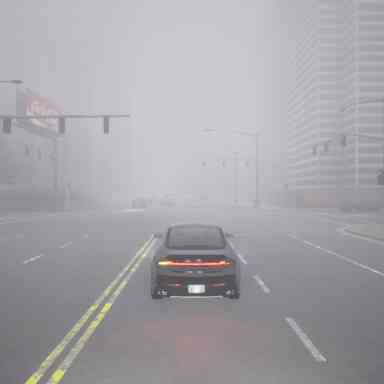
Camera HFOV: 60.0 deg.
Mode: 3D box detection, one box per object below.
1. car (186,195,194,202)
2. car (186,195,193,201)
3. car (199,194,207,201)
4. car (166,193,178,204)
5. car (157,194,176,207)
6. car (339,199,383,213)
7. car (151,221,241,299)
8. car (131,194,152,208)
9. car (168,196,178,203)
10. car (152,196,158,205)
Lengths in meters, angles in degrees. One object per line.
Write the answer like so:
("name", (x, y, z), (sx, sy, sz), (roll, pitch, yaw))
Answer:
("car", (-0.532, 1.595, 78.451), (1.895, 1.301, 4.718), (0, 0, 0))
("car", (-0.602, 1.524, 88.664), (1.812, 1.442, 4.674), (0, 0, 0))
("car", (2.897, 1.355, 88.700), (2.097, 1.767, 4.553), (0, 0, 0))
("car", (-3.977, 1.221, 61.278), (2.150, 2.045, 5.566), (0, 0, 0))
("car", (-3.927, 1.526, 51.699), (1.812, 1.442, 4.674), (0, 0, 0))
("car", (18.438, 1.478, 35.660), (5.008, 1.535, 1.882), (0, 0, -1))
("car", (0.054, 1.505, 8.443), (1.837, 1.490, 4.892), (0, 0, -1))
("car", (-7.424, 1.491, 47.721), (2.128, 1.511, 4.902), (0, 0, 0))
("car", (-3.983, 1.595, 71.324), (1.895, 1.301, 4.718), (0, 0, 0))
("car", (-7.466, 1.601, 56.985), (1.895, 1.301, 4.718), (0, 0, 0))
